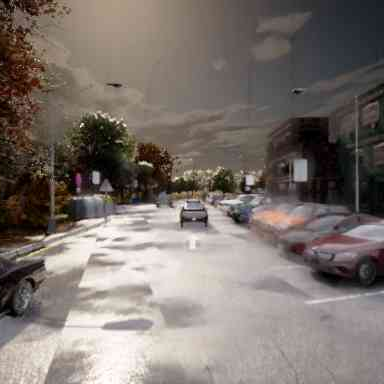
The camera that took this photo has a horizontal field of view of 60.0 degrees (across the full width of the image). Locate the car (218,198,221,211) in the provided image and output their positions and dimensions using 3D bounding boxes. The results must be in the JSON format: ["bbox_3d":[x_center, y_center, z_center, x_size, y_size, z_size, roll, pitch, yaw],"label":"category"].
[{"bbox_3d":[5.199,1.489,27.172,5.366,1.575,1.946,1,0,-20],"label":"car"}]

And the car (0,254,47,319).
[{"bbox_3d":[-3.944,1.598,4.682,1.895,1.301,4.718,0,0,0],"label":"car"}]

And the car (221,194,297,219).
[{"bbox_3d":[5.350,1.239,24.214,5.566,2.045,2.435,1,0,-20],"label":"car"}]

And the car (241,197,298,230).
[{"bbox_3d":[5.371,1.360,18.239,4.553,1.767,2.185,1,0,-20],"label":"car"}]

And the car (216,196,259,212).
[{"bbox_3d":[5.391,1.393,39.245,4.553,1.767,2.185,1,0,-20],"label":"car"}]

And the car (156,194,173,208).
[{"bbox_3d":[-4.029,1.288,48.965,2.150,2.045,5.566,0,-1,0],"label":"car"}]

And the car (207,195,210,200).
[{"bbox_3d":[5.452,1.556,51.265,5.008,1.535,2.097,1,0,-20],"label":"car"}]

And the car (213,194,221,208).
[{"bbox_3d":[5.375,1.253,33.231,5.566,2.045,2.435,1,0,-20],"label":"car"}]

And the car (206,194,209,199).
[{"bbox_3d":[5.296,1.581,60.210,5.366,1.575,1.946,1,0,-20],"label":"car"}]

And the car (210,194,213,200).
[{"bbox_3d":[5.487,1.421,48.263,4.553,1.767,2.185,1,0,-20],"label":"car"}]

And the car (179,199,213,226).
[{"bbox_3d":[0.131,1.495,23.381,2.128,1.511,4.902,0,0,0],"label":"car"}]

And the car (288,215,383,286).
[{"bbox_3d":[5.315,1.523,9.226,4.674,1.452,2.002,1,0,-20],"label":"car"}]

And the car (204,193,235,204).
[{"bbox_3d":[5.493,1.356,66.303,5.566,2.045,2.435,1,0,-20],"label":"car"}]

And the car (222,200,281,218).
[{"bbox_3d":[5.357,1.529,30.229,4.792,1.488,2.163,1,0,-20],"label":"car"}]

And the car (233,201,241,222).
[{"bbox_3d":[5.345,1.527,21.236,4.674,1.452,2.002,1,0,-20],"label":"car"}]

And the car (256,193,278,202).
[{"bbox_3d":[18.478,1.420,82.279,2.435,2.045,5.566,0,0,-21],"label":"car"}]

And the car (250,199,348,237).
[{"bbox_3d":[5.360,1.358,15.238,4.553,1.767,2.185,1,0,-20],"label":"car"}]

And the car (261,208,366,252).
[{"bbox_3d":[5.292,1.512,12.218,4.792,1.488,2.163,1,0,-20],"label":"car"}]
